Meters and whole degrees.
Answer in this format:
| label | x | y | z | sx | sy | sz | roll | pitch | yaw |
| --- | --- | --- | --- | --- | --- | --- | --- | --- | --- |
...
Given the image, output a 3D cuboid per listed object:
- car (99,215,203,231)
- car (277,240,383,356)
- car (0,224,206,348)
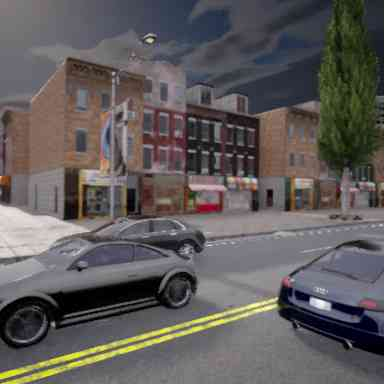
| label | x | y | z | sx | sy | sz | roll | pitch | yaw |
| --- | --- | --- | --- | --- | --- | --- | --- | --- | --- |
| car | -1.813 | 1.509 | 10.375 | 4.892 | 1.490 | 1.837 | 0 | 0 | -35 |
| car | 3.461 | 1.570 | 5.905 | 4.181 | 1.385 | 1.994 | 0 | 0 | -35 |
| car | -1.929 | 1.565 | 6.301 | 4.181 | 1.385 | 1.994 | 0 | 0 | -35 |
